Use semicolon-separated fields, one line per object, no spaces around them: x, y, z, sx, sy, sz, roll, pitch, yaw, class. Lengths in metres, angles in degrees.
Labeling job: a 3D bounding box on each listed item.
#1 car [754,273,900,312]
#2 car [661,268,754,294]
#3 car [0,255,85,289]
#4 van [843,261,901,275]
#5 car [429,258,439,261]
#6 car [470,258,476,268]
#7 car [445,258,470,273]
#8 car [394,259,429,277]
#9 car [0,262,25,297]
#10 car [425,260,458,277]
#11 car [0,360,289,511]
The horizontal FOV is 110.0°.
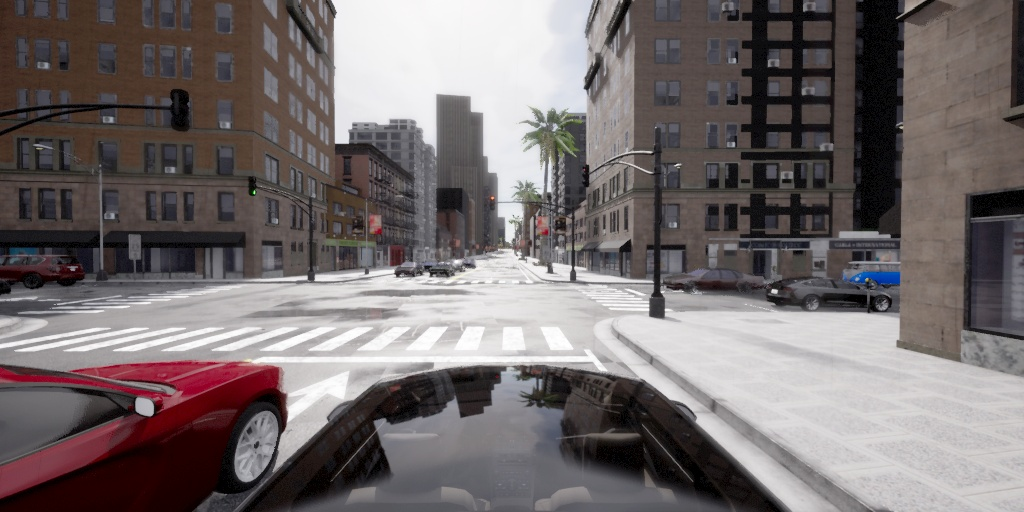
12.869;1.513;14.747;4.313;1.339;1.948;0;0;0;car
11.497;1.399;20.692;5.357;1.411;2.033;0;1;0;car
-27.271;0.836;19.962;5.009;1.841;2.192;0;0;-9;car
23.850;1.251;23.288;3.998;1.789;1.690;0;0;0;van
-10.152;1.090;45.226;2.097;1.767;4.553;0;0;0;car
-6.973;1.078;57.854;2.097;1.767;4.553;0;0;0;car
-6.895;1.230;44.565;2.128;1.511;4.902;0;0;0;car
-10.086;1.289;35.695;2.033;1.411;5.357;0;0;-1;car
-24.028;1.126;14.627;4.892;1.490;1.837;1;1;-9;car
-6.832;1.343;35.367;1.895;1.301;4.718;0;0;0;car
-3.144;1.228;1.516;1.882;1.535;5.008;0;0;1;car
